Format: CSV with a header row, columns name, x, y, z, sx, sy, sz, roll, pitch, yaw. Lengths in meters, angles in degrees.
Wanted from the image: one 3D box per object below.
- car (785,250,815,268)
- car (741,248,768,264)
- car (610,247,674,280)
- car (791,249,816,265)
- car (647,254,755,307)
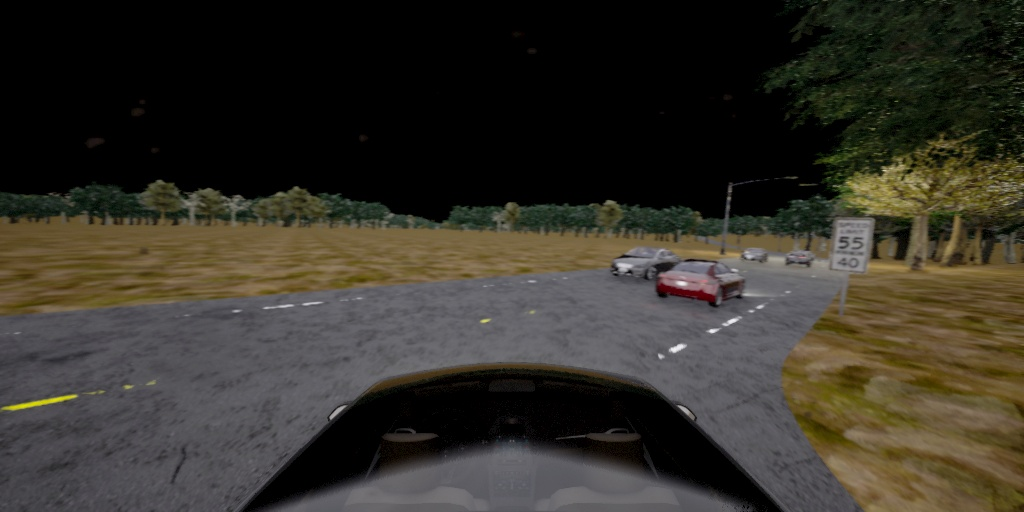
name,x,y,z,sx,sy,sz,roll,pitch,yaw
car,28.076,0.254,35.057,2.128,1.511,4.902,8,6,42
car,25.157,-0.107,37.155,2.128,1.511,4.902,8,7,42
car,6.742,0.299,17.823,4.902,1.511,2.128,-2,8,-45
car,34.808,0.069,42.763,2.128,1.511,4.902,7,6,40
car,6.834,0.809,12.831,4.181,1.385,1.994,-1,7,-45
